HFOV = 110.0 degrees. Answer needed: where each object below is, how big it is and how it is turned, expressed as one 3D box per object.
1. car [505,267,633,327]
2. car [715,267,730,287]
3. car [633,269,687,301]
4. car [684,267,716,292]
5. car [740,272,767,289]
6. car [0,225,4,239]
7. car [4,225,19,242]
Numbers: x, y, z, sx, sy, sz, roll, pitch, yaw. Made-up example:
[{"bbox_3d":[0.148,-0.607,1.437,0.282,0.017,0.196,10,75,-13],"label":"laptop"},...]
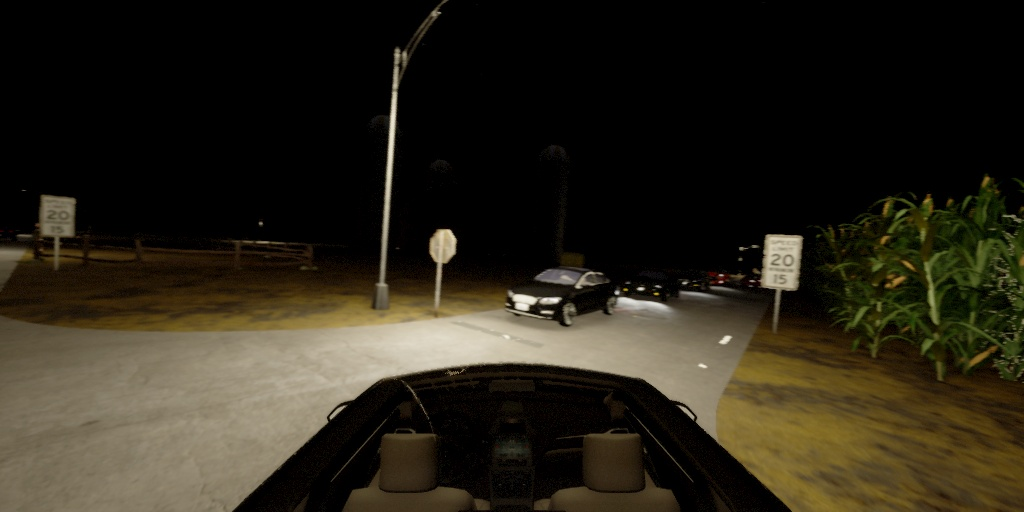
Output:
[{"bbox_3d":[1.772,1.118,11.281,2.128,1.511,4.902,6,2,38],"label":"car"},{"bbox_3d":[19.092,1.820,33.713,2.097,1.767,4.553,6,1,38],"label":"car"},{"bbox_3d":[7.276,1.426,18.440,1.994,1.385,4.181,6,2,37],"label":"car"},{"bbox_3d":[13.113,1.649,26.001,1.837,1.490,4.892,6,2,38],"label":"car"},{"bbox_3d":[23.551,2.386,34.850,1.994,1.385,4.181,6,1,38],"label":"car"},{"bbox_3d":[-28.044,-0.819,18.393,5.008,1.535,1.882,4,2,37],"label":"car"},{"bbox_3d":[-49.460,-2.248,34.683,5.008,1.535,1.882,4,1,37],"label":"car"}]
